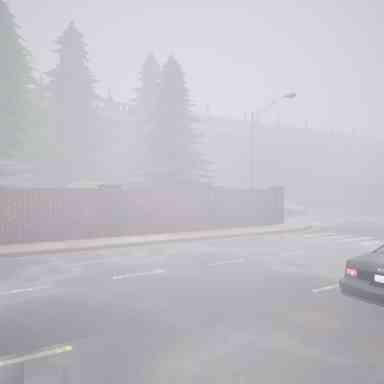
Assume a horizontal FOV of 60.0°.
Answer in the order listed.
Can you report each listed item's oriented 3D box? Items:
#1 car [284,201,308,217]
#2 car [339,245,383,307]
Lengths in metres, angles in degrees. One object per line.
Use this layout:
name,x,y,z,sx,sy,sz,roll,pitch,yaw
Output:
car,9.121,1.581,32.761,1.812,1.442,4.674,0,0,-32
car,5.425,1.547,7.002,5.357,1.411,2.033,0,0,-31
